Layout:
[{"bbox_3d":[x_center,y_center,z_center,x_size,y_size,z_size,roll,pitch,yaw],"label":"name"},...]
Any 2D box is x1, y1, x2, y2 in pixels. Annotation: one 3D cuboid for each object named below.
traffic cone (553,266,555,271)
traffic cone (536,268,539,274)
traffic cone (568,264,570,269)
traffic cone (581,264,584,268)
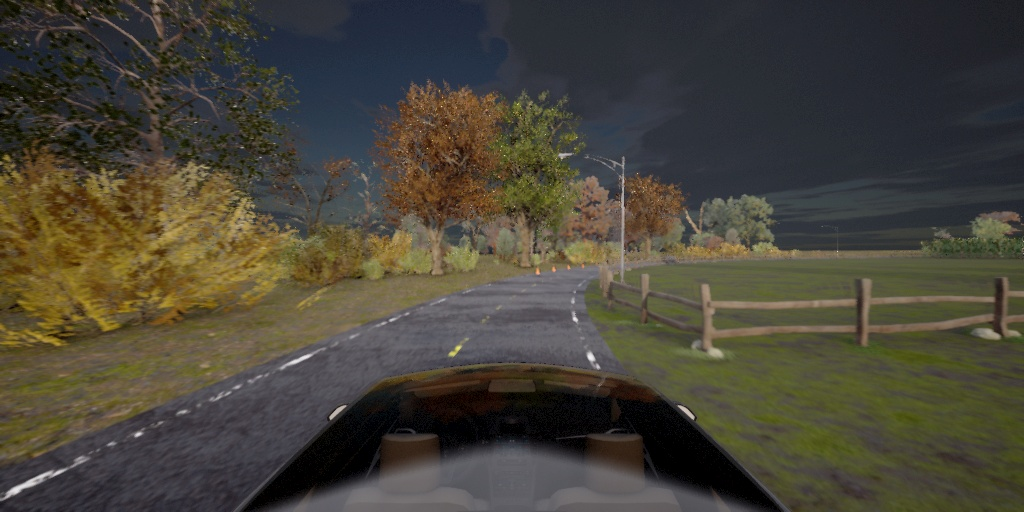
[{"bbox_3d":[4.467,1.343,38.426,0.340,0.580,0.340,0,0,25],"label":"traffic cone"},{"bbox_3d":[2.417,1.403,33.709,0.340,0.580,0.340,0,0,22],"label":"traffic cone"},{"bbox_3d":[6.789,1.287,43.015,0.340,0.580,0.340,0,0,28],"label":"traffic cone"},{"bbox_3d":[9.375,1.235,47.462,0.340,0.580,0.340,0,0,32],"label":"traffic cone"}]
